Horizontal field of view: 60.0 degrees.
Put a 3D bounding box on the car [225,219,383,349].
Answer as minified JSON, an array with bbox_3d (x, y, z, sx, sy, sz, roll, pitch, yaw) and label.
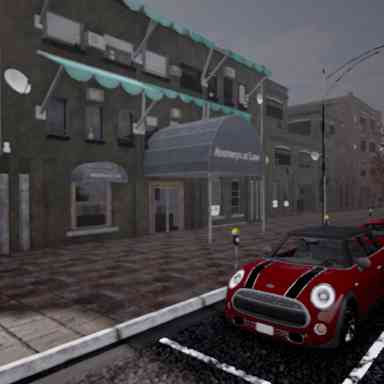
[{"bbox_3d":[2.379,1.437,6.254,1.967,1.590,4.097,-1,0,42],"label":"car"}]
